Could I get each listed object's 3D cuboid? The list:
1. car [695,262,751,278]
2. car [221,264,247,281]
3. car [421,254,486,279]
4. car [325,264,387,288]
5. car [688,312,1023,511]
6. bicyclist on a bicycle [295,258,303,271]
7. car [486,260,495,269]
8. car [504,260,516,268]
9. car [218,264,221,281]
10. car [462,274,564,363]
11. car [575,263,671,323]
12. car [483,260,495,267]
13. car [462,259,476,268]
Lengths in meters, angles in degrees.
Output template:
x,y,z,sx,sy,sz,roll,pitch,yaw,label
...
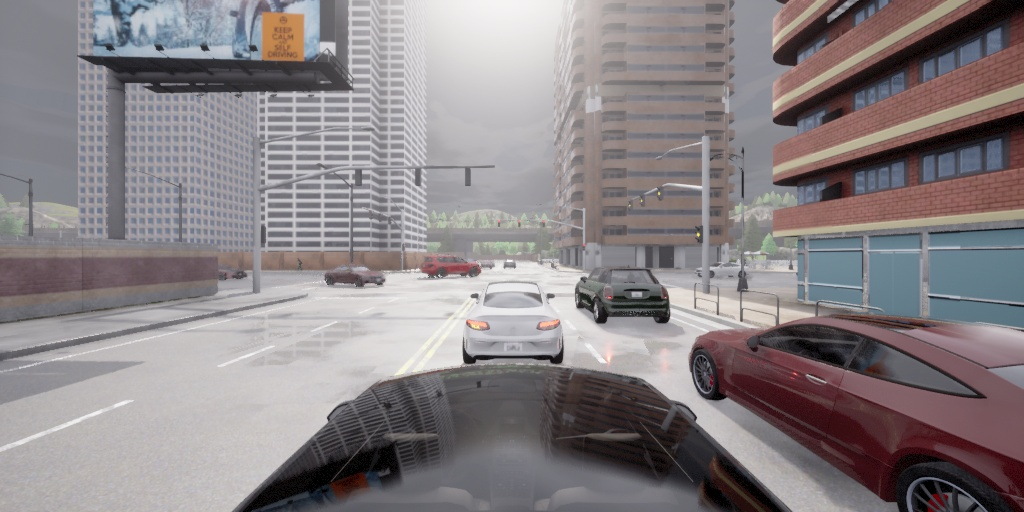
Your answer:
x,y,z,sx,sy,sz,roll,pitch,yaw,label
19.387,1.276,33.064,4.674,1.442,1.812,0,0,0,car
-24.179,1.312,29.271,4.181,1.385,1.994,0,0,0,car
-5.583,0.971,32.925,5.566,2.045,2.150,0,1,-38,car
-10.411,1.275,23.767,4.674,1.442,1.812,0,-1,29,car
3.580,1.276,3.482,1.812,1.442,4.674,0,0,0,car
-25.974,1.051,43.748,0.582,1.620,1.656,0,0,0,bicyclist on a bicycle
-4.012,1.276,55.012,1.812,1.442,4.674,0,0,-1,car
-0.387,1.314,61.311,1.994,1.385,4.181,0,0,0,car
-24.752,0.971,25.767,5.566,2.045,2.150,0,0,0,car
0.017,1.276,7.986,1.812,1.442,4.674,0,0,0,car
3.499,1.102,12.201,2.097,1.767,4.553,0,0,0,car
-4.052,1.351,64.993,1.895,1.301,4.718,0,0,0,car
-7.549,1.228,62.991,1.882,1.535,5.008,0,0,0,car
